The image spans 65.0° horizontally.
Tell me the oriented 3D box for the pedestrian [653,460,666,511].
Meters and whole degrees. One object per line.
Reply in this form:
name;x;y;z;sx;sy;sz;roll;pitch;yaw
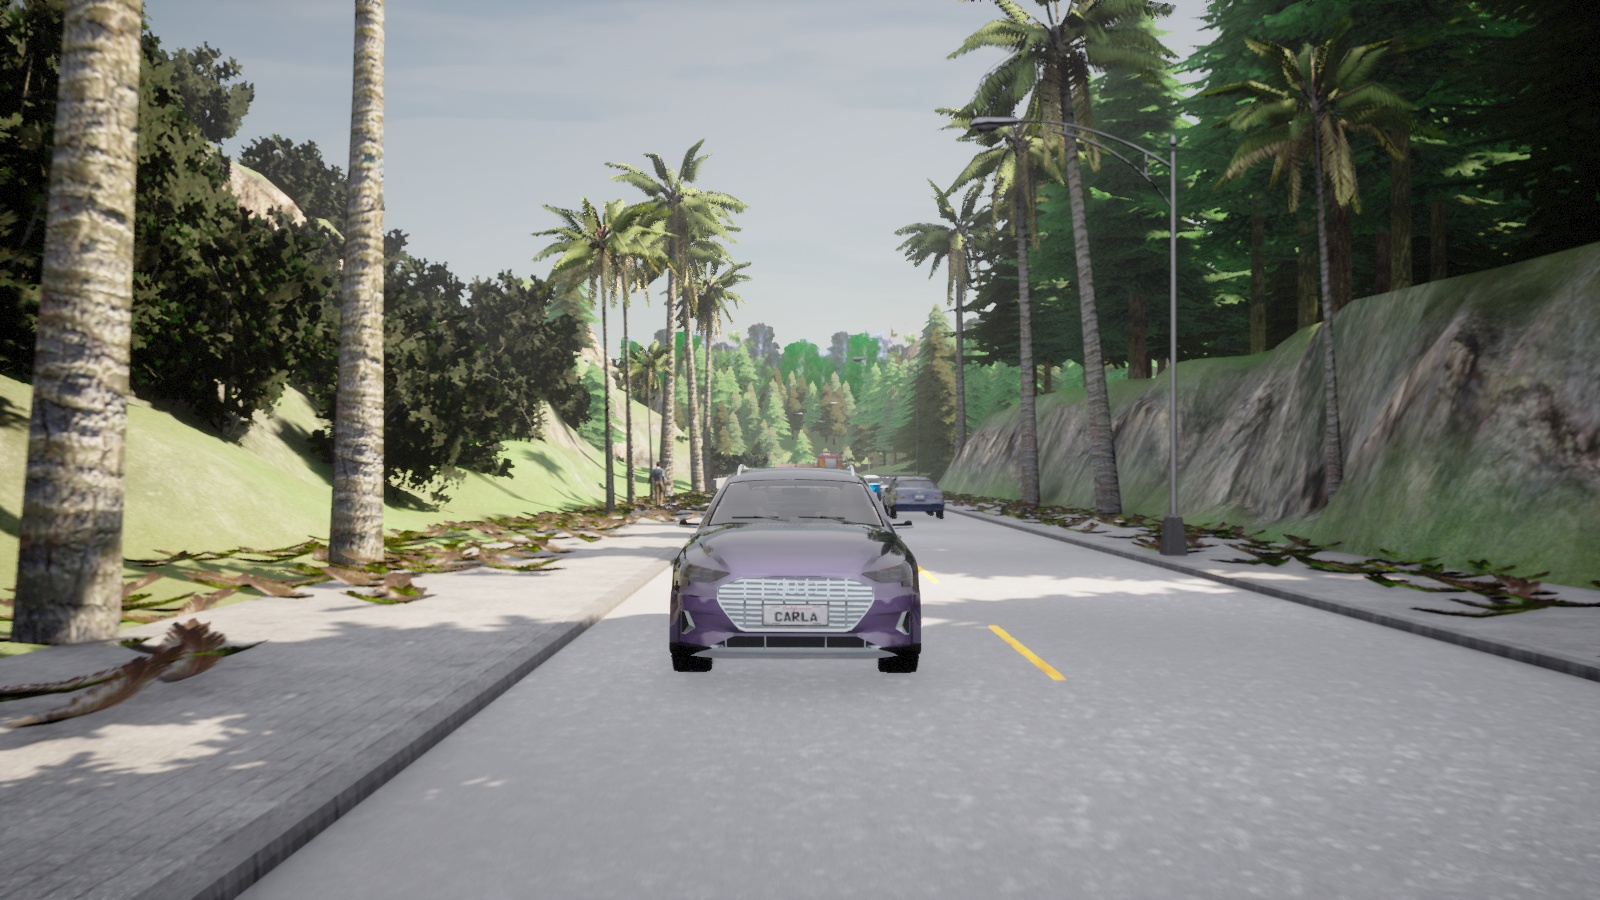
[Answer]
pedestrian;-5.416;1.353;48.410;0.423;1.949;0.788;0;-1;0

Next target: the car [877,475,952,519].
car;3.867;1.571;43.271;2.033;1.411;5.357;0;-1;0

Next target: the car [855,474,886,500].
car;3.767;1.983;67.402;1.481;1.376;2.207;0;-1;0

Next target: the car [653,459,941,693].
car;-0.031;0.935;11.333;2.033;1.649;4.856;0;-1;0
